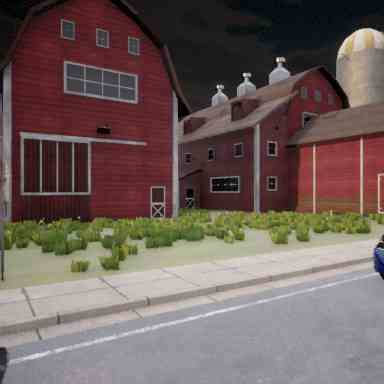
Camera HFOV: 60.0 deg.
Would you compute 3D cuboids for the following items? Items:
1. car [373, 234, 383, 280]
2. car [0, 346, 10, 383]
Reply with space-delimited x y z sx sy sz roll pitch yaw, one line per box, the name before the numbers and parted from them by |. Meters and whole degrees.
car | 6.952 1.224 8.397 5.566 2.045 2.150 0 0 -33
car | -4.174 1.548 1.965 5.357 1.411 2.033 0 0 -21
